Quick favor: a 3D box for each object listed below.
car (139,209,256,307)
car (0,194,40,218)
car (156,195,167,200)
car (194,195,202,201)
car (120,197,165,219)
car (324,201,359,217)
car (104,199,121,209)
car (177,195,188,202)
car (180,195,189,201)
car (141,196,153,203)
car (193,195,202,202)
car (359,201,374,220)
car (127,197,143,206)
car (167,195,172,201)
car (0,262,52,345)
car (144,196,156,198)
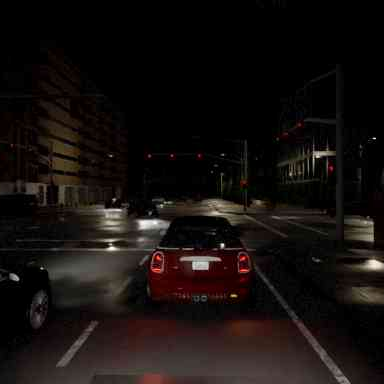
[{"bbox_3d":[0.223,1.352,8.139,2.097,1.767,4.553,0,0,2],"label":"car"},{"bbox_3d":[-16.857,1.273,30.251,5.566,2.045,2.150,0,2,-11],"label":"car"},{"bbox_3d":[-6.196,1.525,60.742,1.812,1.442,4.674,0,0,2],"label":"car"},{"bbox_3d":[1.576,1.478,84.013,1.882,1.535,5.008,0,0,2],"label":"car"},{"bbox_3d":[-4.562,1.517,29.956,2.128,1.511,4.902,0,0,-26],"label":"car"},{"bbox_3d":[14.516,1.547,30.045,4.902,1.511,2.128,0,0,1],"label":"car"},{"bbox_3d":[-10.147,1.564,43.966,1.994,1.385,4.181,0,0,1],"label":"car"},{"bbox_3d":[-2.228,1.524,73.881,2.128,1.511,4.902,0,0,2],"label":"car"},{"bbox_3d":[-1.927,1.540,83.967,2.033,1.411,5.357,0,0,2],"label":"car"},{"bbox_3d":[-9.369,1.552,69.428,1.994,1.385,4.181,0,0,2],"label":"car"},{"bbox_3d":[1.271,1.478,73.859,1.882,1.535,5.008,0,0,2],"label":"car"},{"bbox_3d":[16.702,1.603,26.497,5.357,1.411,2.033,0,0,1],"label":"car"},{"bbox_3d":[-9.805,1.601,57.598,1.895,1.301,4.718,0,0,2],"label":"car"},{"bbox_3d":[-5.653,1.415,76.539,1.994,1.385,4.181,0,0,2],"label":"car"},{"bbox_3d":[-3.395,1.492,3.911,2.128,1.511,4.902,0,0,1],"label":"car"},{"bbox_3d":[-6.639,1.547,44.962,2.033,1.411,5.357,0,0,1],"label":"car"}]
